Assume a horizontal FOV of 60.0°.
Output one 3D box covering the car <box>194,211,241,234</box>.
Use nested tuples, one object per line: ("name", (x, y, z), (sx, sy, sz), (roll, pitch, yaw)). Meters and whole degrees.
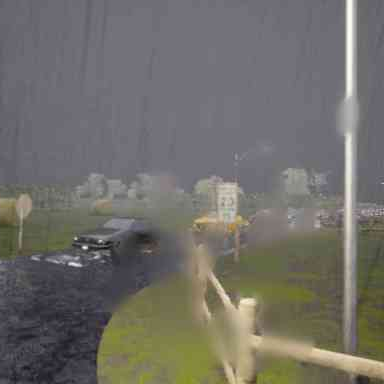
("car", (1.933, 2.123, 23.982), (1.882, 1.535, 5.008), (1, -1, 31))

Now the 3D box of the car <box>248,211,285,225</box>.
("car", (7.167, 2.560, 32.441), (1.895, 1.301, 4.718), (1, -2, 33))

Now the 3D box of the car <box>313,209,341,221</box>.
("car", (16.635, 2.979, 41.300), (1.895, 1.301, 4.718), (0, -2, 36))

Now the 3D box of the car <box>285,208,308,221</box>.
("car", (12.766, 2.779, 40.767), (1.837, 1.490, 4.892), (0, -2, 35))

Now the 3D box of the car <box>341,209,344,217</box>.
("car", (22.666, 3.229, 49.570), (1.812, 1.442, 4.674), (0, -2, 38))

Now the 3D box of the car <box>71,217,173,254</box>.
("car", (-2.940, 1.883, 15.442), (2.033, 1.411, 5.357), (1, -1, 29))
